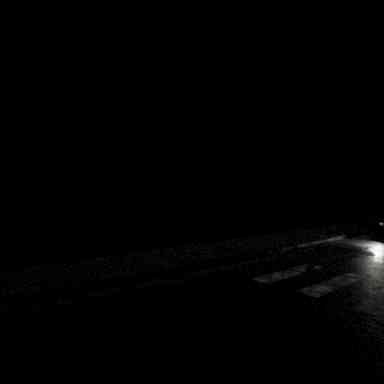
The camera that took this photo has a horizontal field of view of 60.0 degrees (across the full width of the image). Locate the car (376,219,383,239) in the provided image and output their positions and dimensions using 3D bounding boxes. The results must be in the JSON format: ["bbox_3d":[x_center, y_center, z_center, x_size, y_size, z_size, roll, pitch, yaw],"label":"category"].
[{"bbox_3d":[9.765,1.286,14.429,4.674,1.442,1.812,-1,2,-40],"label":"car"}]
